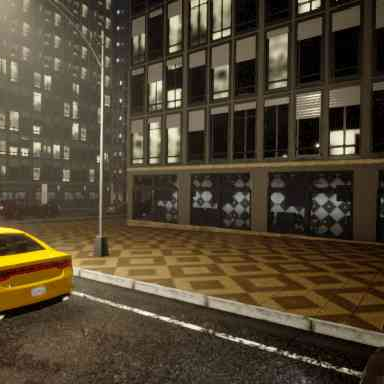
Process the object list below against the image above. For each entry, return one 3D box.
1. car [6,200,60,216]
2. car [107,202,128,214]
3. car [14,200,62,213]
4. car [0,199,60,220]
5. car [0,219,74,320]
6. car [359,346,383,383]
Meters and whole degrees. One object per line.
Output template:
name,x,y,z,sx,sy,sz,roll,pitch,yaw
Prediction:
car,-17.018,1.647,35.792,1.837,1.490,4.892,1,0,36
car,-7.617,1.830,38.831,1.752,1.417,4.829,1,0,36
car,-17.913,1.643,38.964,1.752,1.417,4.829,1,0,36
car,-14.388,1.519,29.600,2.192,1.841,5.009,1,0,36
car,-4.540,1.474,6.890,5.008,1.535,1.882,0,0,35
car,3.479,1.548,1.217,5.357,1.411,2.033,0,0,35
